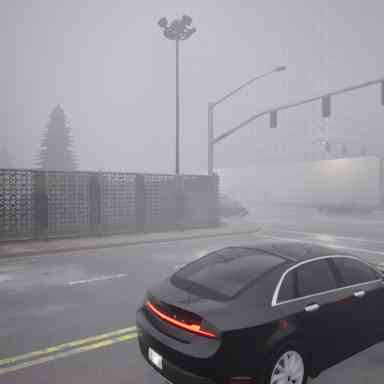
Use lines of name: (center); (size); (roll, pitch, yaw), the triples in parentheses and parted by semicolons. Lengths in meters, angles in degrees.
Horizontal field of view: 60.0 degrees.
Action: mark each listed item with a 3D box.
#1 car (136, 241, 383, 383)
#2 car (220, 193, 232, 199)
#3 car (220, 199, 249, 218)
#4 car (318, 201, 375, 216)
car: (1.592, 1.505, 4.919); (4.892, 1.490, 1.837); (0, 0, -35)
car: (2.811, 1.167, 35.621); (2.150, 2.045, 5.566); (0, 0, -35)
car: (2.839, 1.545, 29.506); (1.895, 1.301, 4.718); (0, 0, -35)
car: (14.570, 1.544, 31.620); (4.718, 1.301, 1.895); (0, 0, 45)
